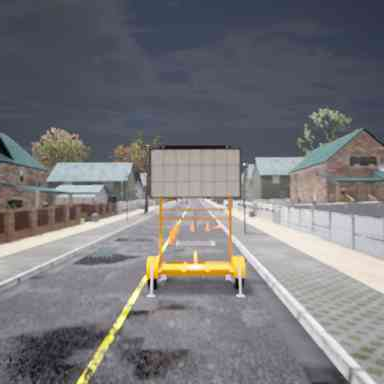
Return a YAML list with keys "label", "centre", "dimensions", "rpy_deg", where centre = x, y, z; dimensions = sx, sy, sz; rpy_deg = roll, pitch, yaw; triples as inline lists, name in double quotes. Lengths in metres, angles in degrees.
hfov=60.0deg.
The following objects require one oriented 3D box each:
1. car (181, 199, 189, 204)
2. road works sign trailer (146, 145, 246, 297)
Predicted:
- label: "car"
  centre: [-1.928, 2.541, 88.868]
  dimensions: [2.128, 1.511, 4.902]
  rpy_deg: [0, -1, 1]
- label: "road works sign trailer"
  centre: [0.093, 0.573, 8.849]
  dimensions: [2.380, 3.560, 2.880]
  rpy_deg: [0, -1, 0]
